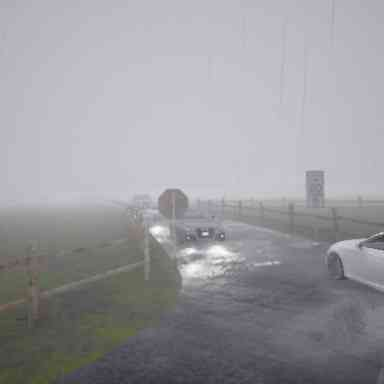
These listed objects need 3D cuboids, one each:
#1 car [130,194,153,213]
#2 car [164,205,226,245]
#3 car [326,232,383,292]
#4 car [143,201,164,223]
[{"bbox_3d":[-5.724,1.245,37.885,2.150,2.045,5.566,-2,1,-17],"label":"car"},{"bbox_3d":[0.125,1.530,15.504,1.994,1.385,4.181,-2,0,-12],"label":"car"},{"bbox_3d":[4.535,1.414,6.633,1.812,1.442,4.674,-2,0,-7],"label":"car"},{"bbox_3d":[-2.360,1.589,25.955,1.895,1.301,4.718,-2,0,-14],"label":"car"}]
